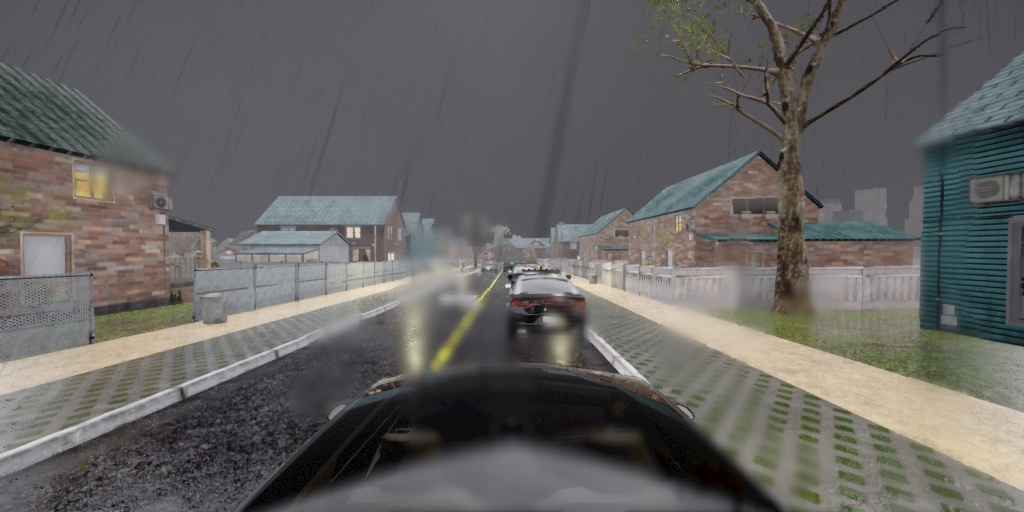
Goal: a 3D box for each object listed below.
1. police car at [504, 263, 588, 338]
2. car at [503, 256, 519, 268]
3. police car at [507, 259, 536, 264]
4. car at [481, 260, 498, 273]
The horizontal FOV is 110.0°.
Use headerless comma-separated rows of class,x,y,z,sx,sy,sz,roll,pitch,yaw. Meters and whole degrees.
police car,0.827,1.175,10.279,1.930,1.638,5.238,0,0,0
car,0.033,1.027,46.927,2.150,2.045,5.566,0,0,0
police car,0.830,1.182,20.282,1.930,1.638,5.238,0,0,0
car,-2.738,1.290,44.062,2.128,1.511,4.902,0,0,0
